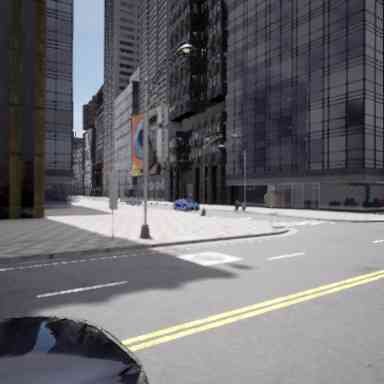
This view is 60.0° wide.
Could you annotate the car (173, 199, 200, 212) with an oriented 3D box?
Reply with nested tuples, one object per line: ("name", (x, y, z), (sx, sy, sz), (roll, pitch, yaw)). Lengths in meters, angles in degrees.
("car", (-0.722, 1.608, 40.899), (1.882, 1.535, 5.008), (0, 0, -26))

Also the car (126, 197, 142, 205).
("car", (-10.954, 1.687, 62.184), (2.033, 1.411, 5.357), (0, 0, -26))

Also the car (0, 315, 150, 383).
("car", (-2.555, 1.423, 1.740), (4.856, 1.649, 2.033), (0, 0, -36))
